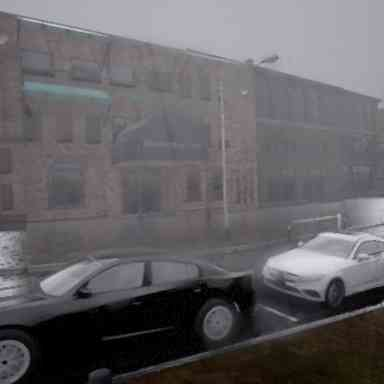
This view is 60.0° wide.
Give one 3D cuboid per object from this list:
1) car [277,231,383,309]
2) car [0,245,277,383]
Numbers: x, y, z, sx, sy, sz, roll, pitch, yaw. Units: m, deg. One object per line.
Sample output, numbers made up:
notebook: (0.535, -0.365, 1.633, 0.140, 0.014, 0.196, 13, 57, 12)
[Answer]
car: (3.984, 1.820, 8.833, 4.674, 1.452, 2.002, 0, 2, -32)
car: (-1.258, 1.713, 5.631, 5.008, 1.535, 2.097, 1, -1, -27)
